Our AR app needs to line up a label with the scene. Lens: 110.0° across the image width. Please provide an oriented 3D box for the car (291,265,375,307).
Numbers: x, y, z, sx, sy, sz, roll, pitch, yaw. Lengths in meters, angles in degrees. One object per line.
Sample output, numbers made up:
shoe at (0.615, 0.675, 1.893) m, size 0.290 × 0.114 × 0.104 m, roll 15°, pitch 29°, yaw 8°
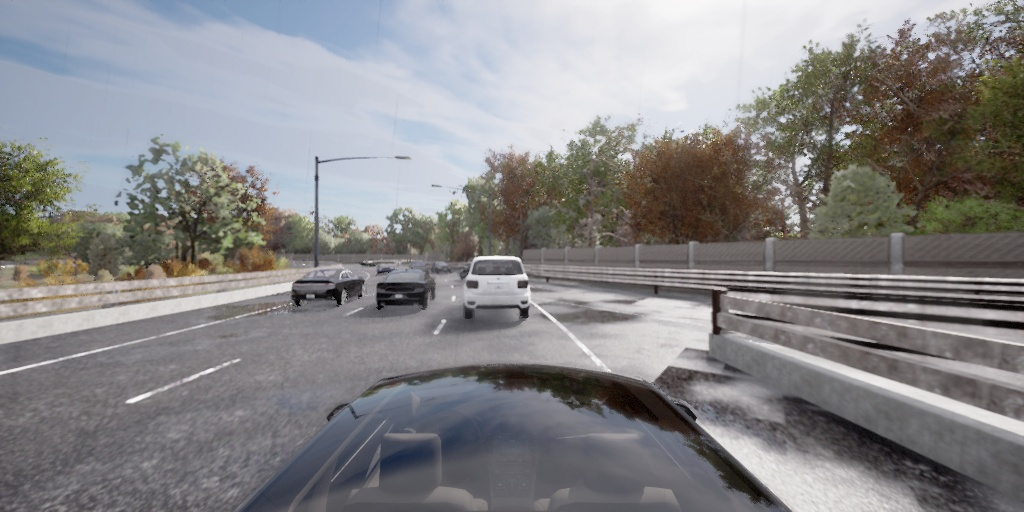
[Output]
car at (-8.016, 1.328, 16.094) m, size 2.128 × 1.511 × 4.902 m, roll 0°, pitch 0°, yaw -8°

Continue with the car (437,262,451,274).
car at (-9.141, 1.538, 46.173) m, size 1.812 × 1.442 × 4.674 m, roll 0°, pitch 0°, yaw -23°

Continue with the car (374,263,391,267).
car at (-14.961, 1.593, 42.236) m, size 1.895 × 1.301 × 4.718 m, roll 0°, pitch 0°, yaw -22°

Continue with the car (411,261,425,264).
car at (-10.845, 1.476, 41.222) m, size 2.128 × 1.511 × 4.902 m, roll 0°, pitch 0°, yaw -21°

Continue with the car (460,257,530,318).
car at (-0.650, 1.042, 13.530) m, size 2.150 × 2.045 × 5.566 m, roll 0°, pitch 0°, yaw -5°

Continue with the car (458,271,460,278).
car at (-3.181, 1.468, 30.814) m, size 2.033 × 1.411 × 5.357 m, roll 0°, pitch 0°, yaw -22°

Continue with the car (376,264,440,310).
car at (-4.391, 1.308, 15.400) m, size 1.882 × 1.535 × 5.008 m, roll 0°, pitch 0°, yaw -7°
